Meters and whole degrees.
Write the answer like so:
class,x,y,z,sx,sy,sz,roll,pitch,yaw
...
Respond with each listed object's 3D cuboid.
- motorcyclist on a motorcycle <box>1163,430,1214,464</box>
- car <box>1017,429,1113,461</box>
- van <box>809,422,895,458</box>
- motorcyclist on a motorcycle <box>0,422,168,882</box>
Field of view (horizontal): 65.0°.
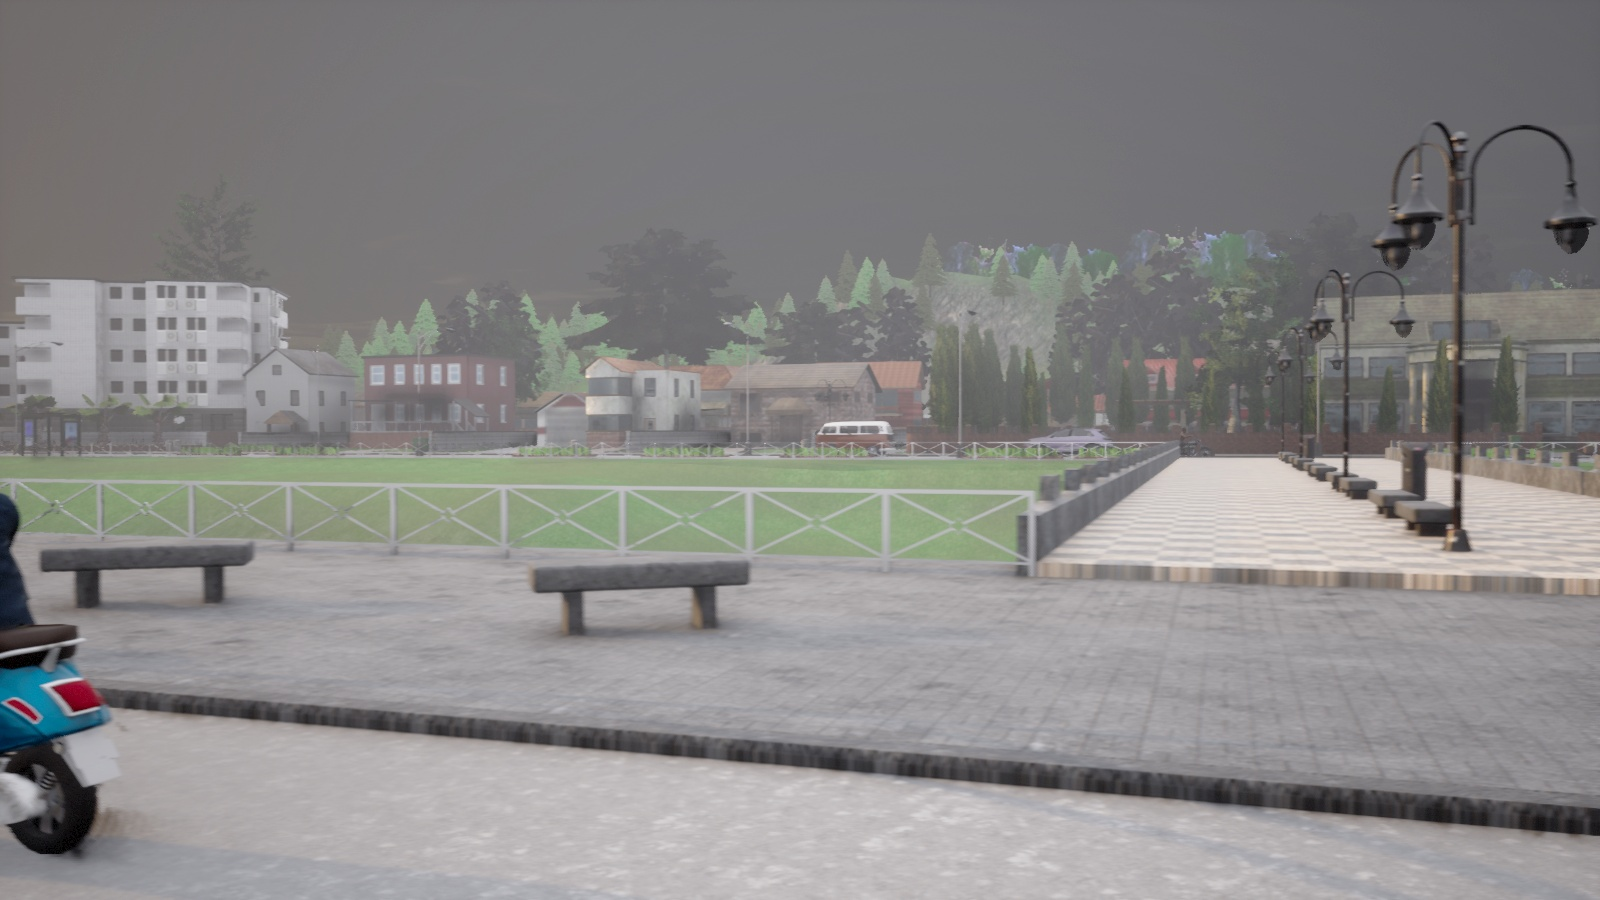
class,x,y,z,sx,sy,sz,roll,pitch,yaw
motorcyclist on a motorcycle,19.282,-0.148,62.305,2.350,1.649,0.766,1,1,19
car,14.383,-0.281,68.174,4.856,1.649,2.033,1,1,19
van,2.989,-0.592,72.008,4.480,2.038,2.069,1,1,19
motorcyclist on a motorcycle,-3.532,0.688,4.906,1.817,1.590,0.866,1,1,19
